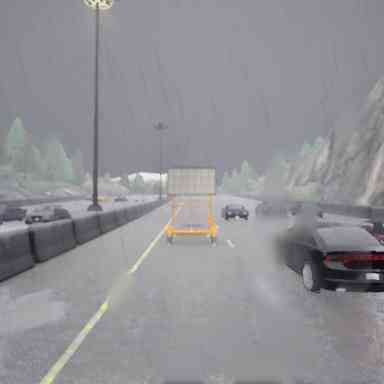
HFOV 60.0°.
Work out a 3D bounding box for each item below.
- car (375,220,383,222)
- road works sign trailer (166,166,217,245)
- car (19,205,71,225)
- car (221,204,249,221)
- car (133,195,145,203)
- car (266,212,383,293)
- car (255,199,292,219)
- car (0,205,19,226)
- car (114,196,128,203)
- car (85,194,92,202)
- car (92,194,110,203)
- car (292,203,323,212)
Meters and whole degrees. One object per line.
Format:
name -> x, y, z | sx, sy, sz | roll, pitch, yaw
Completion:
car -> 7.099, 1.686, 12.443 | 1.895, 1.301, 4.718 | 0, 0, 0
road works sign trailer -> -0.012, 0.562, 16.013 | 2.380, 3.560, 2.880 | 0, 0, 0
car -> -10.602, 1.675, 24.693 | 1.994, 1.385, 4.181 | 0, 0, 0
car -> 3.596, 1.710, 28.671 | 1.895, 1.301, 4.718 | 0, 0, 0
car -> -10.516, 1.357, 65.776 | 1.812, 1.442, 4.674 | 0, 1, 0
car -> 3.599, 1.545, 9.093 | 1.882, 1.535, 5.008 | 0, 0, 0
car -> 7.096, 1.458, 30.021 | 2.097, 1.767, 4.553 | 0, 0, 0
car -> -14.104, 1.658, 24.634 | 2.033, 1.411, 5.357 | 0, 0, 0
car -> -14.014, 1.434, 65.440 | 1.895, 1.301, 4.718 | 0, 1, 0
car -> -21.009, 1.256, 69.876 | 1.882, 1.535, 5.008 | 0, 1, 0
car -> -17.512, 1.313, 65.444 | 1.882, 1.535, 5.008 | 0, 1, 0
car -> 10.596, 1.668, 31.044 | 1.994, 1.385, 4.181 | 0, 0, 0
